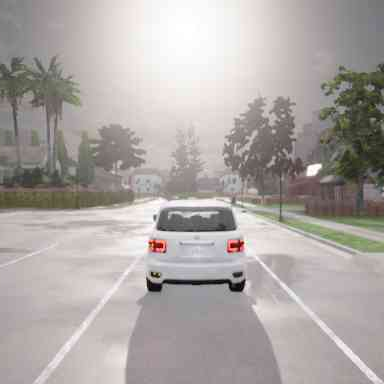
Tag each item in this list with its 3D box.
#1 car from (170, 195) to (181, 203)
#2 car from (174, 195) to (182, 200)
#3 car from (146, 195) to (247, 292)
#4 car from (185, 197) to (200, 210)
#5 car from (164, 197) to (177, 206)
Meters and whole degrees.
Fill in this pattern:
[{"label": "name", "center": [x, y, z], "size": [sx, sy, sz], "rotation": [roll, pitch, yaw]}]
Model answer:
[{"label": "car", "center": [-3.508, 1.492, 71.198], "size": [2.128, 1.511, 4.902], "rotation": [0, 0, 0]}, {"label": "car", "center": [-3.510, 1.395, 86.455], "size": [1.895, 1.301, 4.718], "rotation": [0, 0, 0]}, {"label": "car", "center": [0.064, 1.217, 9.073], "size": [2.150, 2.045, 5.566], "rotation": [0, 0, -1]}, {"label": "car", "center": [0.095, 1.484, 44.397], "size": [1.837, 1.490, 4.892], "rotation": [0, 0, 0]}, {"label": "car", "center": [-3.581, 1.574, 56.308], "size": [1.895, 1.301, 4.718], "rotation": [0, 0, 0]}]
